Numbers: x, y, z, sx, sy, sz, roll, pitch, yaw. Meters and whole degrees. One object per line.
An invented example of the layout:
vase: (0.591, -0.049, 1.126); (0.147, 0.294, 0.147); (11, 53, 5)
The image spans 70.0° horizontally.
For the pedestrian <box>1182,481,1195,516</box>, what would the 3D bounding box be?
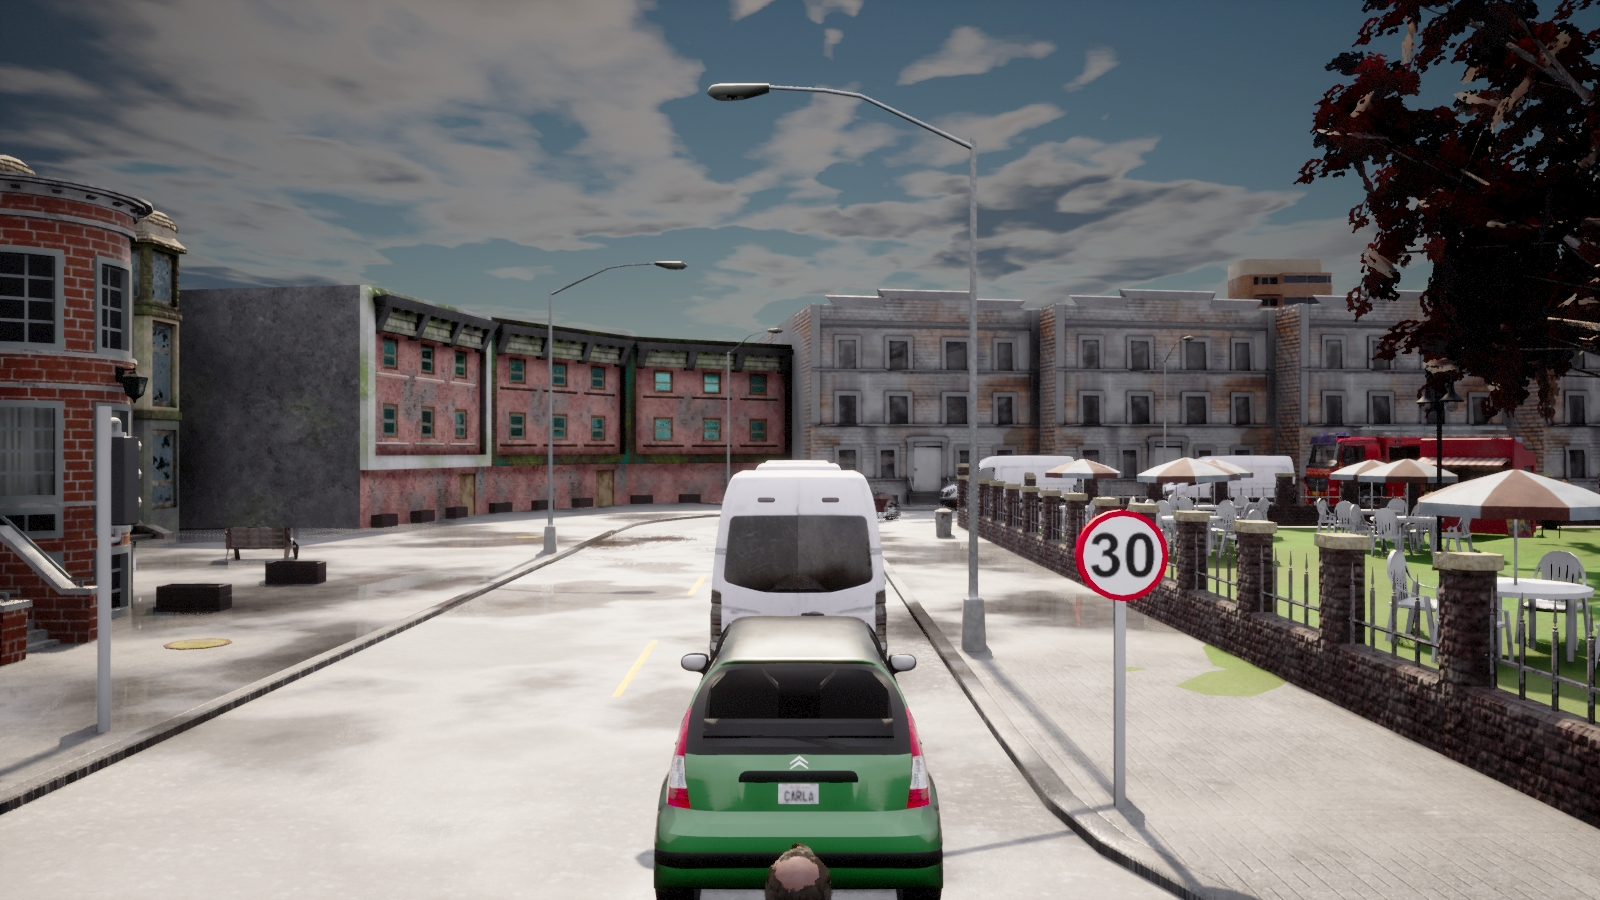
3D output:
pedestrian: (14.422, 1.805, 42.422); (0.375, 1.300, 0.375); (0, 0, 3)

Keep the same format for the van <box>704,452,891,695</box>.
van: (-0.025, 1.315, 15.105); (1.988, 2.561, 5.915); (0, 0, 0)

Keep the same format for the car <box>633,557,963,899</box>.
car: (-0.015, 1.779, 8.404); (1.851, 1.617, 3.988); (0, 0, 0)

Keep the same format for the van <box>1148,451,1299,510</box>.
van: (18.632, 1.314, 50.452); (5.915, 2.561, 1.988); (0, 0, 0)

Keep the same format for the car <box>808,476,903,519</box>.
car: (2.211, 1.806, 44.490); (1.789, 1.549, 3.705); (-2, -1, 40)

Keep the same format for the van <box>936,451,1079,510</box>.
van: (9.102, 1.315, 50.424); (5.915, 2.561, 1.988); (0, 0, 0)

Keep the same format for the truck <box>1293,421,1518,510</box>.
truck: (26.739, 0.670, 50.713); (8.468, 3.827, 2.891); (0, 0, 0)
